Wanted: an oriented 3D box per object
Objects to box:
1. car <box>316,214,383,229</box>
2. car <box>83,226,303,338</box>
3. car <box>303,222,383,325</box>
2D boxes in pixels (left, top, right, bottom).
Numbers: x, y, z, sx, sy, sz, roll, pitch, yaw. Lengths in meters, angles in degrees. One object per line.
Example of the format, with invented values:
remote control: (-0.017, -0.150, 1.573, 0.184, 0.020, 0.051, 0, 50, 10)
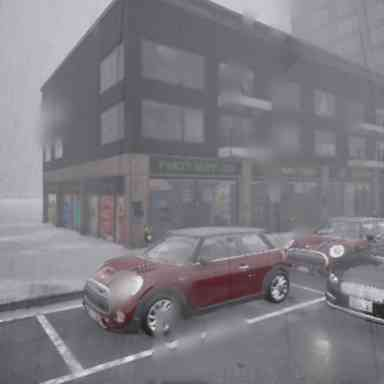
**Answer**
car: (4.522, 1.479, 9.763, 4.097, 1.590, 1.967, 0, -1, -35)
car: (0.018, 1.455, 6.554, 4.097, 1.590, 1.967, 0, -1, -35)
car: (4.661, 1.525, 6.687, 4.902, 1.511, 2.128, 0, 0, -35)
